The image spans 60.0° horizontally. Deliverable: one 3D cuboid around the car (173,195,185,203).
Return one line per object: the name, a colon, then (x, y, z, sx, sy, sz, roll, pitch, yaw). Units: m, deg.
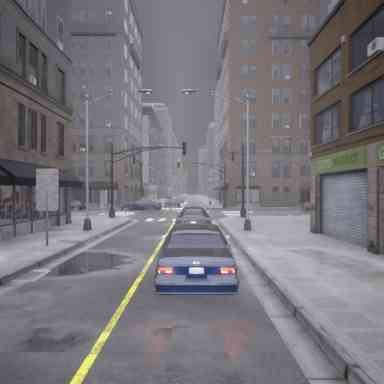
car: (-2.640, 1.493, 68.651, 2.128, 1.511, 4.902, 0, 0, 0)

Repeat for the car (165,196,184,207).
car: (-2.785, 1.351, 49.885, 2.097, 1.767, 4.553, 0, 0, 1)

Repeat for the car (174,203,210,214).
car: (0.095, 1.563, 19.399, 1.994, 1.385, 4.181, 0, 0, 1)

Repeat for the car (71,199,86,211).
car: (-14.677, 1.539, 39.337, 4.313, 1.339, 1.947, 0, 0, 0)

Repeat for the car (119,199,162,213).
car: (-5.647, 1.518, 36.774, 4.674, 1.442, 1.812, 0, 0, 0)

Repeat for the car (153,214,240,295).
car: (0.098, 1.547, 8.853, 2.033, 1.411, 5.357, 0, 0, 0)

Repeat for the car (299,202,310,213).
car: (14.209, 1.355, 36.707, 4.553, 1.767, 2.097, 0, 0, 0)

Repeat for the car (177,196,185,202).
car: (-2.613, 1.599, 79.348, 1.895, 1.301, 4.718, 0, 0, 0)
